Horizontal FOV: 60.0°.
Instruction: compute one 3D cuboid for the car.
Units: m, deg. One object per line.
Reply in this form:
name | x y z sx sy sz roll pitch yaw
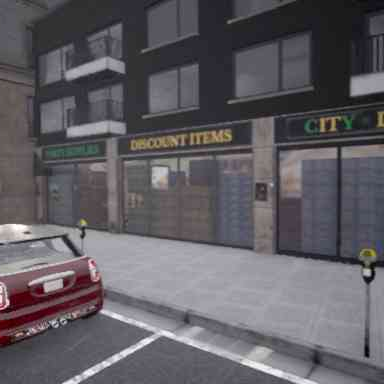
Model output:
car | -3.452 1.285 5.724 4.097 1.590 1.967 1 2 37
